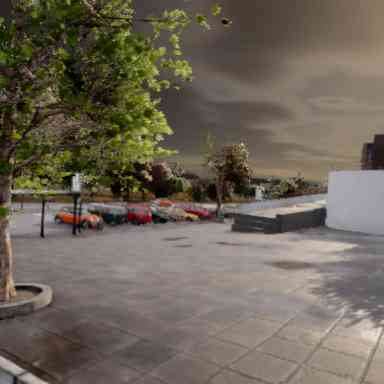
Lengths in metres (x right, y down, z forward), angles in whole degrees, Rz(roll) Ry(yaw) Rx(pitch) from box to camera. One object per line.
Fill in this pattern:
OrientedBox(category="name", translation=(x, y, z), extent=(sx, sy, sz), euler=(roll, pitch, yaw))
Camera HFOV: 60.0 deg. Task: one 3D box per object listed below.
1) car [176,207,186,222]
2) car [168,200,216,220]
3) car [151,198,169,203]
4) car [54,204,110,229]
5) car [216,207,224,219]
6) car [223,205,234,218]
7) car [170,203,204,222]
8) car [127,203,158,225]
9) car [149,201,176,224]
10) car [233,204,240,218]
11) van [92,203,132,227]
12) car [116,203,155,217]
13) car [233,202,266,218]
OrientedBox(category="car", translation=(-3.589, 2.857, 41.460), extent=(4.674, 1.452, 2.002), euler=(6, 2, 16))
OrientedBox(category="car", translation=(-0.018, 2.742, 46.311), extent=(5.566, 2.045, 2.435), euler=(6, 2, 16))
OrientedBox(category="car", translation=(-5.908, 1.869, 61.806), extent=(2.097, 1.767, 4.553), euler=(6, 2, 36))
OrientedBox(category="car", translation=(-10.704, 2.339, 31.750), extent=(4.553, 1.767, 2.185), euler=(6, 2, 16))
OrientedBox(category="car", translation=(1.705, 3.107, 48.760), extent=(4.792, 1.488, 2.163), euler=(6, 2, 16))
OrientedBox(category="car", translation=(3.433, 3.165, 51.193), extent=(4.892, 1.521, 2.231), euler=(6, 2, 16))
OrientedBox(category="car", translation=(-1.646, 2.921, 43.840), extent=(5.366, 1.575, 1.946), euler=(6, 2, 16))
OrientedBox(category="car", translation=(-7.117, 2.392, 36.580), extent=(5.566, 2.045, 2.435), euler=(6, 3, 16))
OrientedBox(category="car", translation=(-5.291, 2.484, 39.005), extent=(5.566, 2.045, 2.435), euler=(6, 2, 16))
OrientedBox(category="car", translation=(5.219, 3.130, 53.618), extent=(4.553, 1.767, 2.185), euler=(6, 2, 16))
OrientedBox(category="van", translation=(-8.981, 2.320, 34.181), extent=(4.442, 1.987, 1.878), euler=(6, 3, 16))
OrientedBox(category="car", translation=(-7.493, 2.370, 44.663), extent=(2.128, 1.511, 4.902), euler=(6, 2, 36))
OrientedBox(category="car", translation=(10.477, 3.284, 60.938), extent=(5.566, 2.045, 2.435), euler=(6, 2, 16))
